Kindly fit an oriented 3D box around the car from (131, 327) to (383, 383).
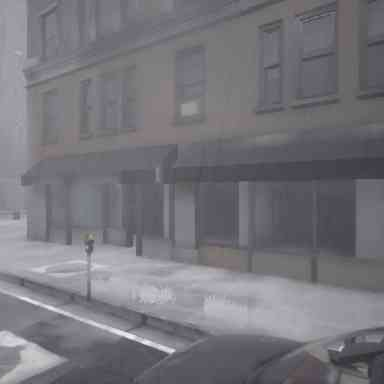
[{"bbox_3d":[1.439,1.550,1.820,4.403,1.369,2.008,0,0,35],"label":"car"}]
